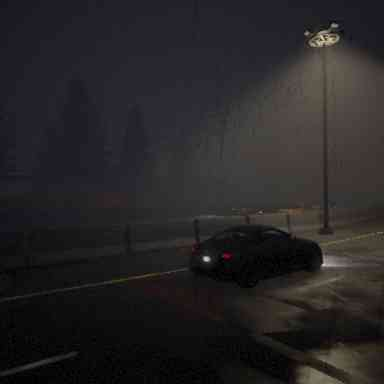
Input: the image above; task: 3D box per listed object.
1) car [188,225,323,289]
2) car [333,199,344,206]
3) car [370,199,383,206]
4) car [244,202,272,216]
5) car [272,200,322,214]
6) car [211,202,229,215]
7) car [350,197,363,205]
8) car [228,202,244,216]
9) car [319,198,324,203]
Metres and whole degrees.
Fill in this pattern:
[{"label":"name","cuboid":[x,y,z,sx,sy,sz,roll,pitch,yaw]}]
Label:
[{"label":"car","cuboid":[1.941,1.664,9.608,4.181,1.385,1.994,0,-1,-38]},{"label":"car","cuboid":[30.894,2.172,70.047,1.895,1.301,4.718,-1,-1,28]},{"label":"car","cuboid":[35.354,1.984,63.697,1.994,1.385,4.181,-1,-1,30]},{"label":"car","cuboid":[7.754,1.837,33.583,4.892,1.490,1.837,0,-1,-45]},{"label":"car","cuboid":[9.753,1.763,30.637,5.008,1.535,1.882,0,-1,-45]},{"label":"car","cuboid":[4.217,1.956,39.940,1.812,1.442,4.674,-1,-1,44]},{"label":"car","cuboid":[32.609,1.750,65.964,2.097,1.767,4.553,-1,-1,30]},{"label":"car","cuboid":[6.538,1.985,37.297,1.895,1.301,4.718,-1,-1,45]},{"label":"car","cuboid":[28.997,2.060,73.962,1.895,1.301,4.718,-1,-1,28]}]
